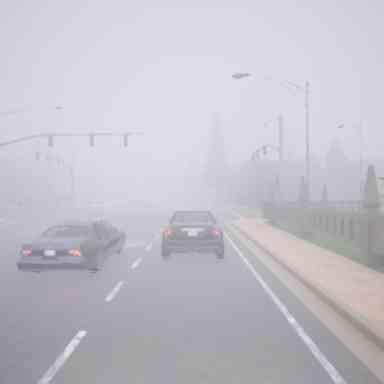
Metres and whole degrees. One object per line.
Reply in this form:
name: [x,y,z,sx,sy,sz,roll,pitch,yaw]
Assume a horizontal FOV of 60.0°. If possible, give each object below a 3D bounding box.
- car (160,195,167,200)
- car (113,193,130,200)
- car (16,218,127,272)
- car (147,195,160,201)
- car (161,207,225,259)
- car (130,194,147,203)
car: [-8.391,1.500,89.529,1.837,1.490,4.892,0,0,-35]
car: [-18.809,0.970,86.028,2.097,1.767,4.553,0,0,-38]
car: [-3.478,1.548,10.693,2.033,1.411,5.357,0,0,0]
car: [-11.096,1.595,87.281,1.895,1.301,4.718,0,0,-35]
car: [0.046,1.351,12.781,2.097,1.767,4.553,0,0,1]
car: [-11.668,1.478,71.969,1.882,1.535,5.008,0,0,-16]
